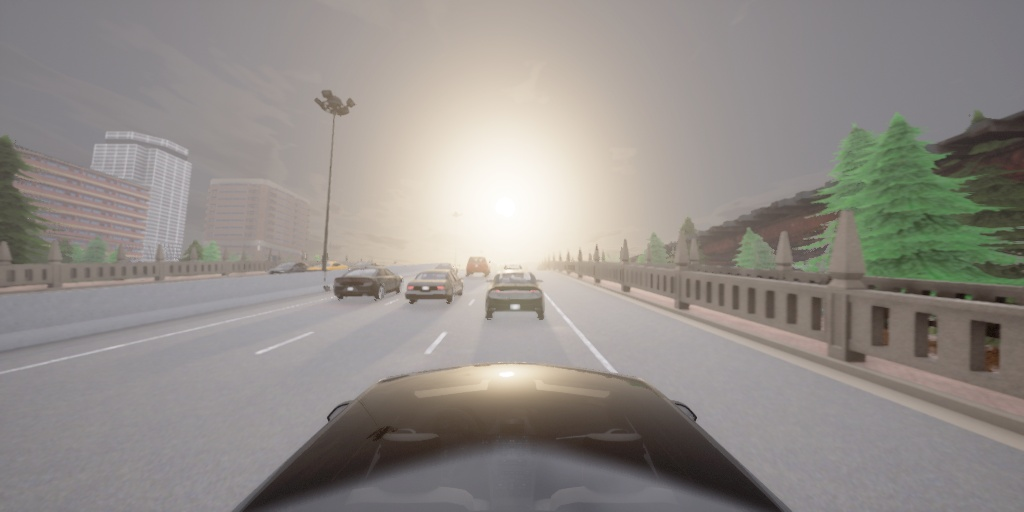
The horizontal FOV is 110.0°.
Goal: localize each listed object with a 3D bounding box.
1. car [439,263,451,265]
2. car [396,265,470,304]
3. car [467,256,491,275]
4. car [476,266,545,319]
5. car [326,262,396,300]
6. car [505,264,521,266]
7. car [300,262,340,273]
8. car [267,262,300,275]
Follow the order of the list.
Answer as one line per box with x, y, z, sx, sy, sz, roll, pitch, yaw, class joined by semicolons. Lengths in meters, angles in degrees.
-6.911;1.383;37.678;1.994;1.385;4.181;0;0;0;car
-3.405;1.326;16.635;2.033;1.411;5.357;0;0;0;car
-3.411;1.040;37.044;2.150;2.045;5.566;0;0;0;car
0.095;1.263;12.805;2.128;1.511;4.902;0;0;0;car
-6.905;1.258;17.801;1.882;1.535;5.008;0;0;0;car
0.091;1.410;32.567;1.895;1.301;4.718;0;0;0;car
-17.604;1.289;34.246;1.882;1.535;5.008;0;0;0;car
-21.104;1.317;34.277;1.837;1.490;4.892;0;0;0;car
